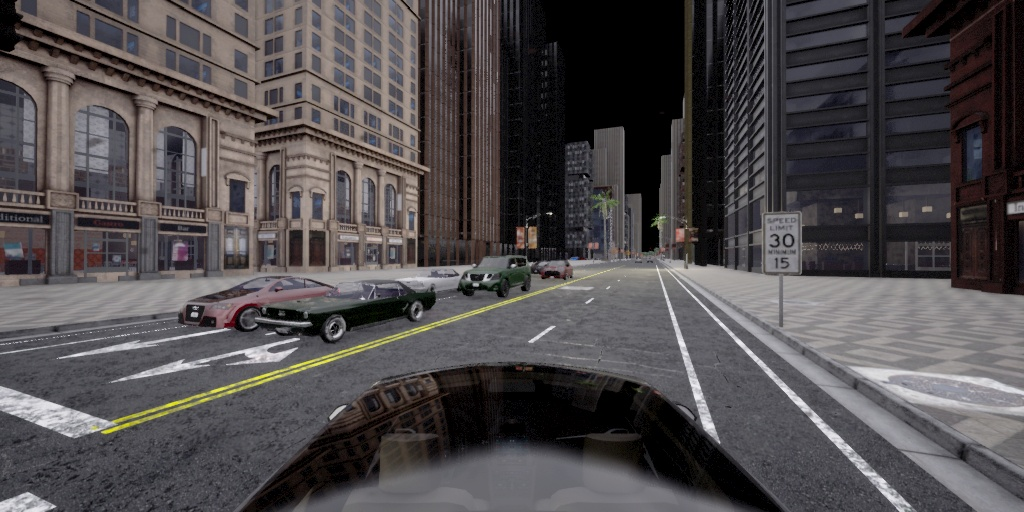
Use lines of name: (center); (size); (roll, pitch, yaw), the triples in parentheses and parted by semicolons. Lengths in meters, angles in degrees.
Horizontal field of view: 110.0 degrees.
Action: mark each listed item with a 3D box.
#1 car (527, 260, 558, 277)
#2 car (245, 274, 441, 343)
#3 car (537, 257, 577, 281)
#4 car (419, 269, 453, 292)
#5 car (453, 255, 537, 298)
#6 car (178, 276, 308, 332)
car: (3.305, 1.250, 37.879); (1.882, 1.535, 5.008); (0, 0, 22)
car: (-4.246, 1.352, 10.012); (1.895, 1.301, 4.718); (0, 0, 24)
car: (3.917, 1.118, 30.777); (2.097, 1.767, 4.553); (0, 0, 19)
car: (-4.139, 1.356, 19.136); (1.895, 1.301, 4.718); (0, 0, 22)
car: (-0.656, 0.977, 19.090); (2.150, 2.045, 5.566); (0, 0, 21)
car: (-7.352, 1.315, 10.985); (1.994, 1.385, 4.181); (0, 0, 22)
